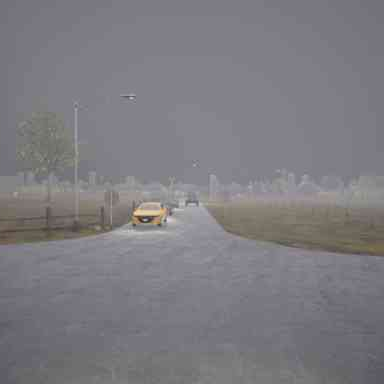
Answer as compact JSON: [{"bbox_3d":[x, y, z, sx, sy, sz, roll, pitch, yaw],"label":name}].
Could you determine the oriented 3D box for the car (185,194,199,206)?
[{"bbox_3d":[0.018,1.264,55.383,2.150,2.045,5.566,0,0,0],"label":"car"}]

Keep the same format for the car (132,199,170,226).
[{"bbox_3d":[-2.880,1.487,23.406,1.882,1.535,5.008,0,0,1],"label":"car"}]

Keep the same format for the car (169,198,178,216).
[{"bbox_3d":[-2.837,1.506,33.383,2.128,1.511,4.902,0,0,0],"label":"car"}]
